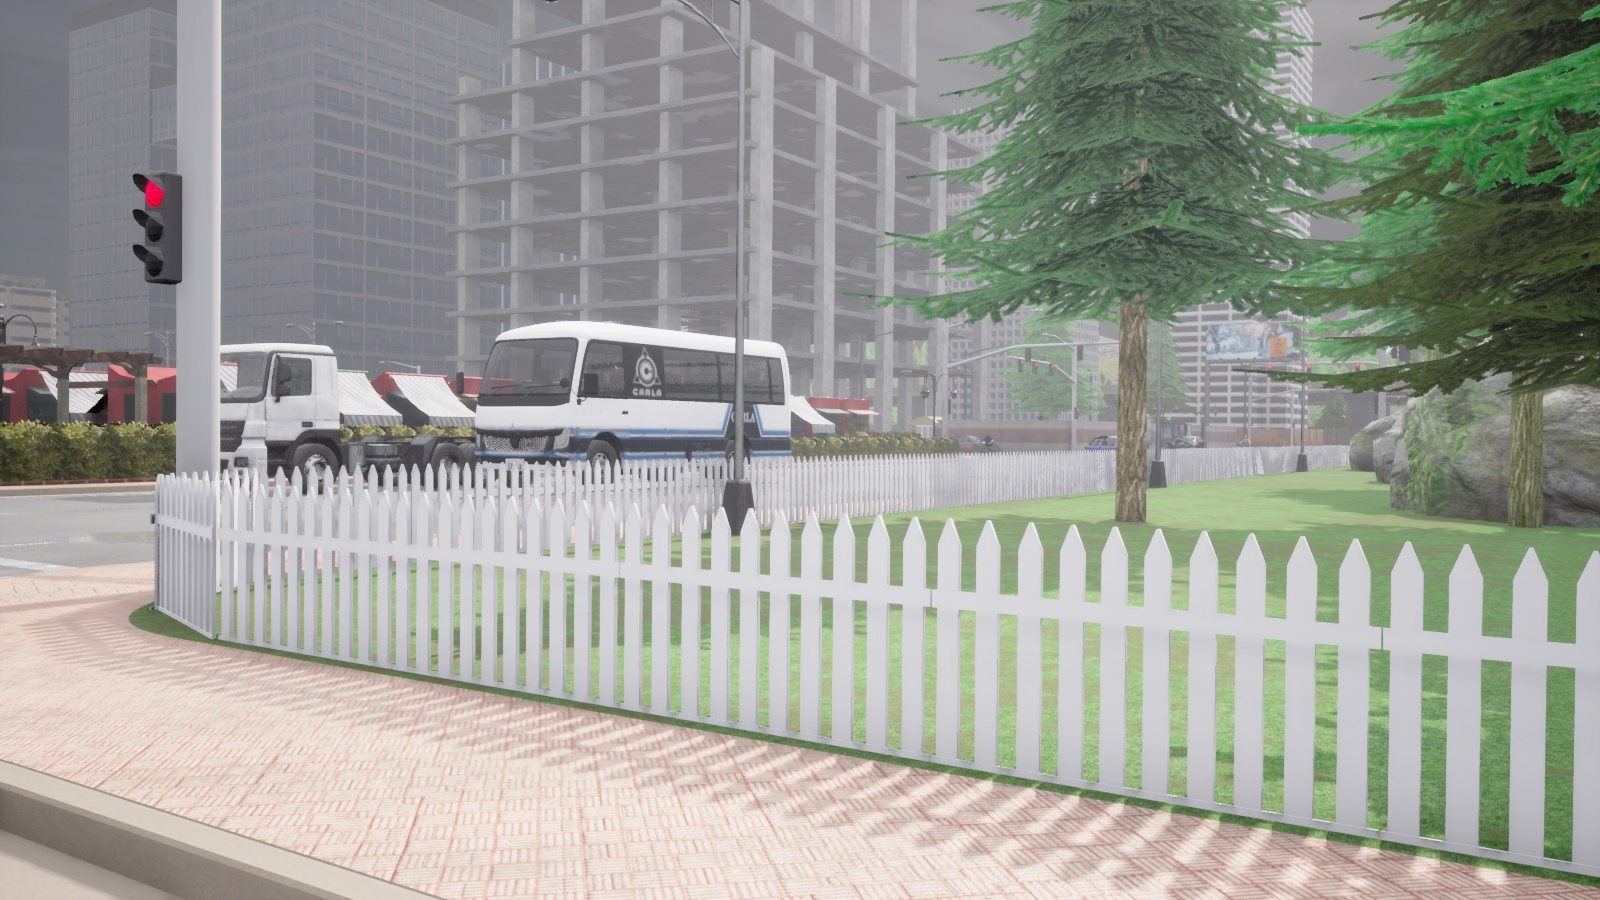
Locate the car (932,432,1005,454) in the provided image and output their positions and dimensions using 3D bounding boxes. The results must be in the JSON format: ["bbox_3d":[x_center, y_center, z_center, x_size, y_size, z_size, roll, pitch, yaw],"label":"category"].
[{"bbox_3d":[10.855,-0.462,80.856,4.181,1.385,1.994,0,1,32],"label":"car"}]

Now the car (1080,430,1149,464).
[{"bbox_3d":[14.279,-0.162,56.946,1.816,1.474,4.193,0,1,32],"label":"car"}]

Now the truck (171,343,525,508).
[{"bbox_3d":[-10.611,-0.571,30.501,2.891,3.462,7.936,0,1,32],"label":"truck"}]

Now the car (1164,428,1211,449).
[{"bbox_3d":[28.794,-0.845,93.194,2.128,1.511,4.902,0,1,32],"label":"car"}]

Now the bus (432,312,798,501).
[{"bbox_3d":[-4.467,-1.065,33.699,3.944,4.253,10.273,0,1,32],"label":"bus"}]
